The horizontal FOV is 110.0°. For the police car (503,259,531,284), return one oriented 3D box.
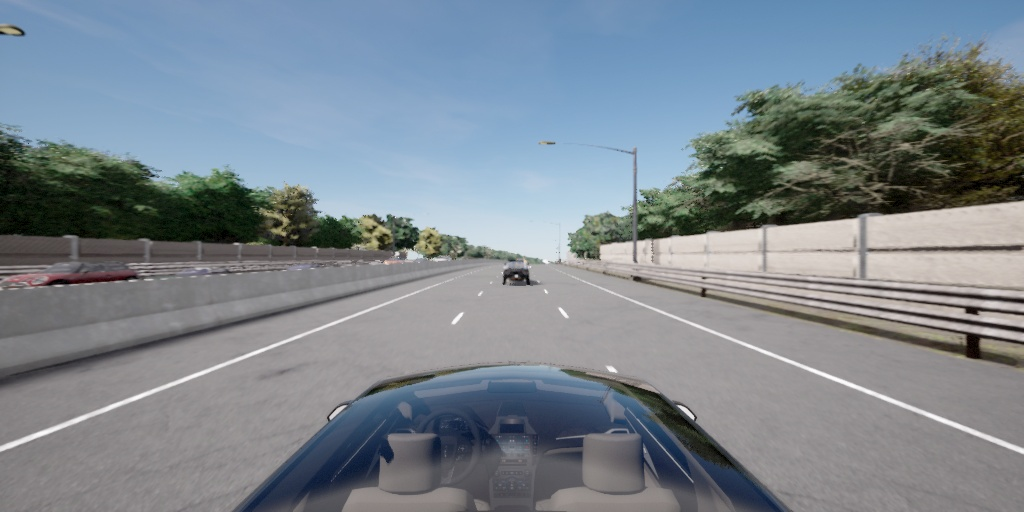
[{"bbox_3d":[0.341,1.117,26.254,1.930,1.638,5.238,0,0,1],"label":"police car"}]

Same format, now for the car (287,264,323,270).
[{"bbox_3d":[-13.873,1.246,24.023,1.994,1.385,4.181,0,0,1],"label":"car"}]

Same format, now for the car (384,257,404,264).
[{"bbox_3d":[-19.634,1.093,59.830,2.097,1.767,4.553,0,0,3],"label":"car"}]

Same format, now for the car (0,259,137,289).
[{"bbox_3d":[-20.987,1.042,17.256,2.097,1.767,4.553,0,0,1],"label":"car"}]

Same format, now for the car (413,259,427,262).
[{"bbox_3d":[-15.990,1.232,62.597,1.882,1.535,5.008,0,0,3],"label":"car"}]

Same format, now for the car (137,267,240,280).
[{"bbox_3d":[-17.450,1.289,20.074,1.895,1.301,4.718,0,0,1],"label":"car"}]

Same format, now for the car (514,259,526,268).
[{"bbox_3d":[1.427,1.231,59.944,1.882,1.535,5.008,0,0,3],"label":"car"}]
